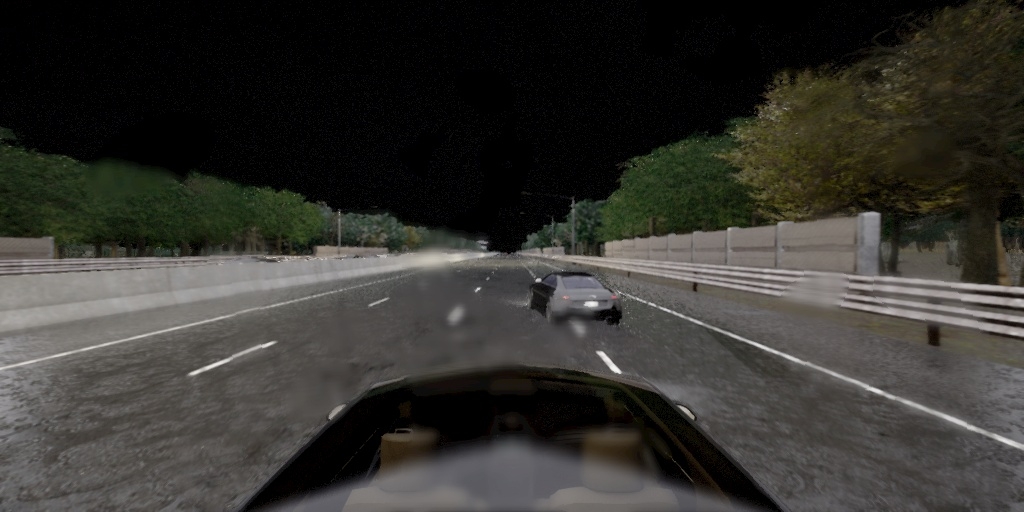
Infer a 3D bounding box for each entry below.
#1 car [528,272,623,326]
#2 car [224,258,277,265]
[{"bbox_3d":[1.752,1.169,11.160,1.994,1.385,4.181,0,1,-8],"label":"car"},{"bbox_3d":[-17.547,0.927,24.198,1.837,1.490,4.892,0,0,0],"label":"car"}]
